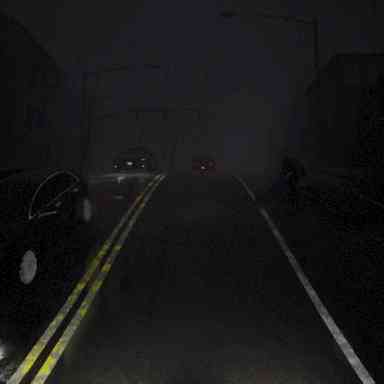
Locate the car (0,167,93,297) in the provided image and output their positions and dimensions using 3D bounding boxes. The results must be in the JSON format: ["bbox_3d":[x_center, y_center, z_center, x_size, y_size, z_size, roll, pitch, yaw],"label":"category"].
[{"bbox_3d":[-3.468,0.413,6.618,1.837,1.490,4.892,0,16,1],"label":"car"}]

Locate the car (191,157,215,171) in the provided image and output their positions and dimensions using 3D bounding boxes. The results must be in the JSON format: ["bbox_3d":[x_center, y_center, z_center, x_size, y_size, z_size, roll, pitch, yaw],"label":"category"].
[{"bbox_3d":[0.986,-2.293,28.595,1.895,1.301,4.718,0,2,3],"label":"car"}]

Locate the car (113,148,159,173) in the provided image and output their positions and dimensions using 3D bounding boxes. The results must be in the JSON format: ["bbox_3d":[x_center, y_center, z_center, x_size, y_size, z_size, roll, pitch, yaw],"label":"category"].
[{"bbox_3d":[-3.109,-1.826,18.952,1.994,1.385,4.181,0,6,3],"label":"car"}]

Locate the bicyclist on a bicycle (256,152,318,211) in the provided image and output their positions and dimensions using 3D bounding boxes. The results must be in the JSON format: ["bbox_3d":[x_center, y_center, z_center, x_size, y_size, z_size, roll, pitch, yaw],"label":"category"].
[{"bbox_3d":[2.564,-0.263,8.962,1.656,1.620,0.582,-1,11,5],"label":"bicyclist on a bicycle"}]
